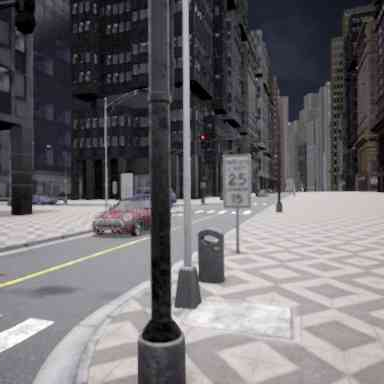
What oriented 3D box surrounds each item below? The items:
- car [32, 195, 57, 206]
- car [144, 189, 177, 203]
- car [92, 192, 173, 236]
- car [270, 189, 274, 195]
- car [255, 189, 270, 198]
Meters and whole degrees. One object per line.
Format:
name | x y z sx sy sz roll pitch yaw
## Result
car | -20.738 1.099 44.610 5.357 1.411 2.033 0 0 19
car | -4.519 0.650 38.969 5.566 2.045 2.150 0 0 22
car | -2.938 1.093 16.586 2.097 1.767 4.553 -1 1 19
car | 18.312 -0.001 78.624 1.994 1.385 4.181 -1 1 19
car | 13.280 0.301 63.977 1.837 1.490 4.892 -1 1 19
